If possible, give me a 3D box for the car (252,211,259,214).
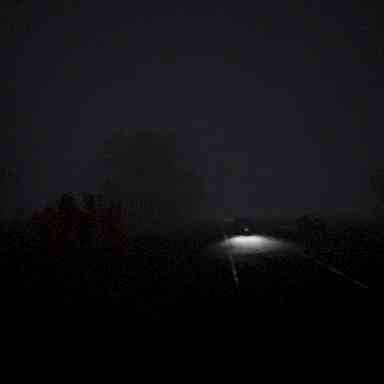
[{"bbox_3d":[16.158,5.600,85.358,1.837,1.490,4.892,-2,-3,4],"label":"car"}]

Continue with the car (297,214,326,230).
[{"bbox_3d":[12.060,2.961,33.909,1.882,1.535,5.008,-2,-3,4],"label":"car"}]

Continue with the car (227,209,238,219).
[{"bbox_3d":[8.972,4.905,73.219,2.150,2.045,5.566,-2,-3,11],"label":"car"}]

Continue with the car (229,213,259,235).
[{"bbox_3d":[4.762,3.020,30.388,2.128,1.511,4.902,-2,-3,4],"label":"car"}]
